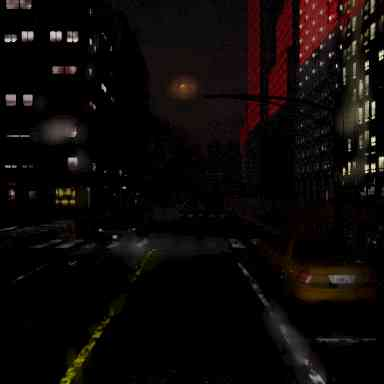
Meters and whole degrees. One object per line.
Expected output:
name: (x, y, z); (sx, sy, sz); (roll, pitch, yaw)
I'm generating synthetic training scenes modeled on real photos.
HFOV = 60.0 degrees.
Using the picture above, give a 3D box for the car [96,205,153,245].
car: (-3.110, 1.566, 15.749); (1.812, 1.442, 4.674); (0, -1, 0)

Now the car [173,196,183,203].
car: (-3.005, 1.553, 72.662); (1.837, 1.490, 4.892); (0, 0, 0)

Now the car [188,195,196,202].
car: (-0.006, 1.577, 80.075); (1.837, 1.490, 4.892); (0, 0, 0)

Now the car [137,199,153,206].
car: (-5.697, 1.567, 40.500); (2.008, 1.369, 4.403); (0, 0, 0)

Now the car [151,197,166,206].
car: (-5.699, 1.588, 57.080); (2.008, 1.369, 4.403); (0, 0, 0)

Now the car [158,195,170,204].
car: (-5.700, 1.496, 68.134); (1.967, 1.590, 4.097); (0, 0, 0)

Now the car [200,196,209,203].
car: (2.680, 1.610, 73.661); (1.887, 1.381, 4.507); (0, 0, 0)

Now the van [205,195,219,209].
van: (2.681, 1.363, 46.027); (1.690, 1.788, 3.998); (0, 0, 0)

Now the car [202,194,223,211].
car: (2.682, 1.331, 40.501); (2.192, 1.841, 5.009); (0, 0, 0)

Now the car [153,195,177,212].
car: (-3.105, 1.493, 38.967); (1.882, 1.535, 5.008); (0, 0, 0)

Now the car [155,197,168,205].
car: (-5.699, 1.591, 62.606); (1.887, 1.381, 4.507); (0, 0, 0)

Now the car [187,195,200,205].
car: (0.097, 1.566, 58.968); (1.812, 1.442, 4.674); (0, 0, 0)

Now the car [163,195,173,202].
car: (-5.701, 1.516, 79.187); (1.967, 1.590, 4.097); (0, 0, 0)

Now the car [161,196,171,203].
car: (-5.700, 1.647, 73.660); (1.802, 1.307, 4.206); (0, 0, 0)

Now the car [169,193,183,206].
car: (-3.096, 1.260, 57.718); (2.150, 2.045, 5.566); (0, 0, 0)

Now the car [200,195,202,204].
car: (2.680, 1.361, 62.607); (2.192, 1.841, 5.009); (0, 0, 0)

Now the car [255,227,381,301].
car: (2.685, 1.526, 8.258); (1.752, 1.417, 4.829); (0, 0, 0)
